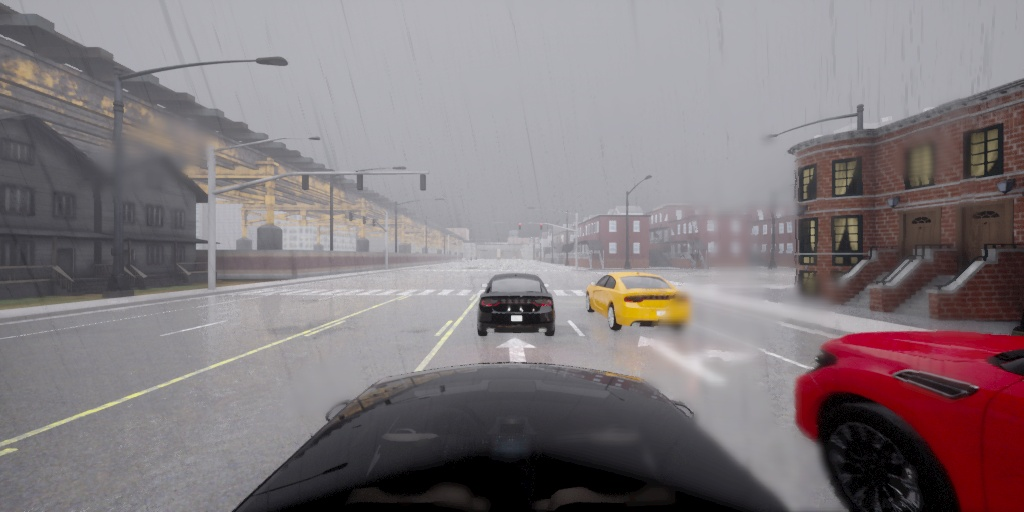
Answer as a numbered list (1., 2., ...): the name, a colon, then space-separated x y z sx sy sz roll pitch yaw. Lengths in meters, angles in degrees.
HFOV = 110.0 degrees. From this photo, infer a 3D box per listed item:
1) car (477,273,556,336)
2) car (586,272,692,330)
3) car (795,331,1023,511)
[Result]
1. car: 0.102 1.228 10.392 1.882 1.535 5.008 0 0 0
2. car: 3.604 1.228 11.097 1.882 1.535 5.008 0 0 0
3. car: 3.593 0.973 0.805 2.150 2.045 5.566 0 0 1
